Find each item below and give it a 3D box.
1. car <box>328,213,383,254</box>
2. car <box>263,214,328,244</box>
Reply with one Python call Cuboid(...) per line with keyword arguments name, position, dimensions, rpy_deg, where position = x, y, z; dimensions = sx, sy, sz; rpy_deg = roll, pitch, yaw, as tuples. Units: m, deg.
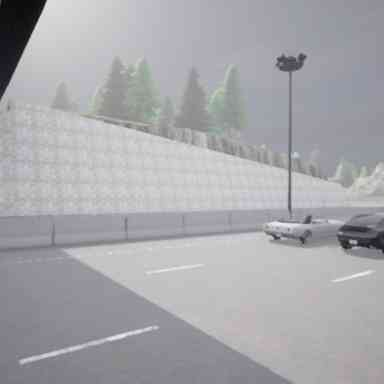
Cuboid(name="car", position=(8.020, 1.641, 13.870), dimensions=(4.892, 1.490, 1.837), rpy_deg=(0, 0, -35))
Cuboid(name="car", position=(5.820, 1.732, 16.604), dimensions=(4.718, 1.301, 1.895), rpy_deg=(1, 0, -35))
